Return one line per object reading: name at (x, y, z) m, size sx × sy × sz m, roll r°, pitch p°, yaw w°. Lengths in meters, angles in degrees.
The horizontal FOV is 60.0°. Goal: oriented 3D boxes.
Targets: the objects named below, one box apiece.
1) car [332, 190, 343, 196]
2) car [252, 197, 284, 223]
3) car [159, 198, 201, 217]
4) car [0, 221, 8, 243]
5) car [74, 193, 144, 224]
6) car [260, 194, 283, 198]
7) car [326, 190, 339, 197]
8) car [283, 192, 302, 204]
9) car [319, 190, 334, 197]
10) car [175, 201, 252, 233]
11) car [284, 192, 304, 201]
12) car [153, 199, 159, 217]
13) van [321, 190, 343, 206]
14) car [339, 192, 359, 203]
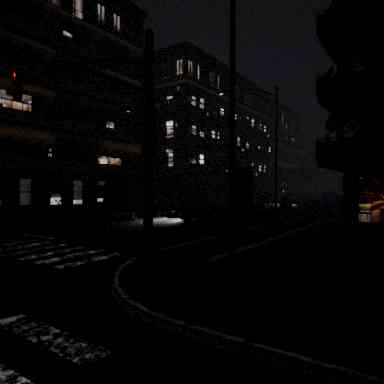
car at (35.972, 0.256, 82.186) m, size 1.802 × 1.307 × 4.206 m, roll 2°, pitch 2°, yaw 35°
car at (4.480, 1.283, 22.587) m, size 1.802 × 1.307 × 4.206 m, roll 2°, pitch 2°, yaw 35°
car at (-0.249, 1.219, 25.946) m, size 1.994 × 1.385 × 4.181 m, roll 1°, pitch 1°, yaw 35°
car at (-9.478, 1.519, 12.774) m, size 1.994 × 1.385 × 4.181 m, roll 0°, pitch 2°, yaw 35°
car at (-5.555, 1.031, 22.854) m, size 2.192 × 1.841 × 5.009 m, roll 2°, pitch 2°, yaw 35°
car at (10.416, 0.880, 45.678) m, size 1.947 × 1.339 × 4.313 m, roll 2°, pitch 2°, yaw 35°
car at (32.777, 0.336, 77.622) m, size 1.802 × 1.307 × 4.206 m, roll 2°, pitch 2°, yaw 35°
car at (13.396, 0.879, 45.330) m, size 1.994 × 1.385 × 4.181 m, roll 1°, pitch 1°, yaw 36°
car at (29.583, 0.378, 73.058) m, size 1.887 × 1.381 × 4.507 m, roll 2°, pitch 2°, yaw 35°
car at (1.285, 1.348, 18.023) m, size 1.947 × 1.339 × 4.313 m, roll 2°, pitch 2°, yaw 35°
car at (16.805, 0.719, 54.805) m, size 1.947 × 1.339 × 4.313 m, roll 2°, pitch 2°, yaw 35°
car at (-2.362, 1.180, 27.424) m, size 1.887 × 1.381 × 4.507 m, roll 2°, pitch 2°, yaw 35°
van at (17.261, 0.721, 40.836) m, size 1.690 × 1.788 × 3.998 m, roll 2°, pitch 2°, yaw 35°
car at (23.647, 0.764, 49.966) m, size 1.887 × 1.381 × 4.507 m, roll 2°, pitch 2°, yaw 35°
